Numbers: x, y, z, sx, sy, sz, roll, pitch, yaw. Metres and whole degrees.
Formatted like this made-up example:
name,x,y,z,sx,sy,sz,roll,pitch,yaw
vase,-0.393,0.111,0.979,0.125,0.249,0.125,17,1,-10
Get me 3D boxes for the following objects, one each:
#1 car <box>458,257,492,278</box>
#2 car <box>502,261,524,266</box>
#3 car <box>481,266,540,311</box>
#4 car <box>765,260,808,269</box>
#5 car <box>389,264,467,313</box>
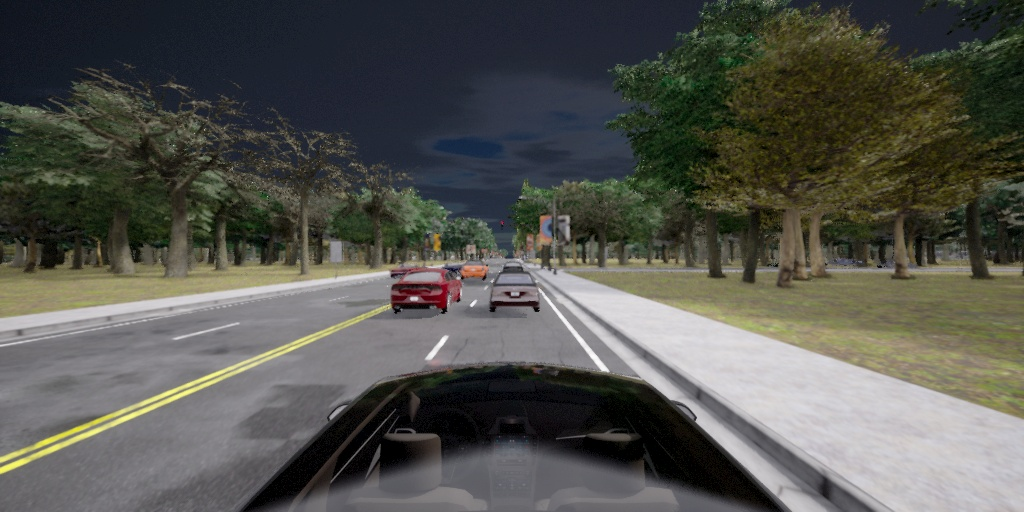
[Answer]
name,x,y,z,sx,sy,sz,roll,pitch,yaw
car,-3.145,1.112,31.081,2.097,1.767,4.553,0,0,0
car,0.088,1.239,32.895,1.882,1.535,5.008,0,0,0
car,0.101,1.299,14.339,2.033,1.411,5.357,0,0,0
car,37.369,1.143,48.785,4.718,1.301,1.895,0,0,0
car,-3.136,1.230,14.010,1.882,1.535,5.008,0,0,0
